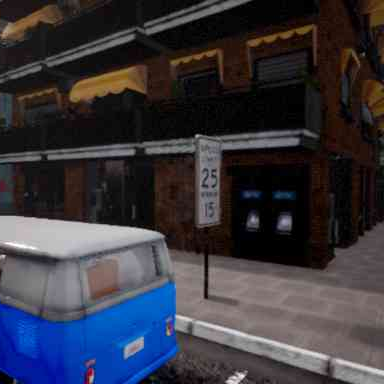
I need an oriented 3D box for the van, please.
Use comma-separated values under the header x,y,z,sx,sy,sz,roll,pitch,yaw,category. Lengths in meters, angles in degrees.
x,y,z,sx,sy,sz,roll,pitch,yaw,category
-2.096,1.269,4.305,3.998,1.788,1.690,1,2,34,van
